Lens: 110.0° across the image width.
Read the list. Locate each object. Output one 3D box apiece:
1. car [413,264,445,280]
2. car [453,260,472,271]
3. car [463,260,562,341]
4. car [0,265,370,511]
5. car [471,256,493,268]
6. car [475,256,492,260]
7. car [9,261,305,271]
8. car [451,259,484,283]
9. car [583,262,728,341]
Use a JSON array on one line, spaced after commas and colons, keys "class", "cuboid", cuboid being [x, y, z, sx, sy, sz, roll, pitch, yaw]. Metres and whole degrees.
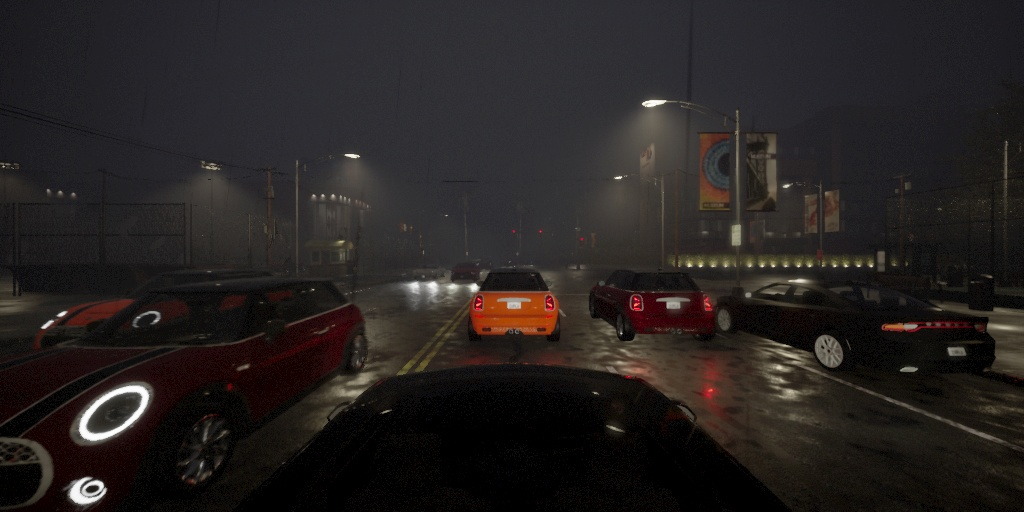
[{"class": "car", "cuboid": [-7.095, 1.351, 30.940, 1.895, 1.301, 4.718, 0, 0, 0]}, {"class": "car", "cuboid": [-6.881, 1.314, 50.504, 1.994, 1.385, 4.181, 0, 0, 2]}, {"class": "car", "cuboid": [0.063, 1.102, 9.985, 2.097, 1.767, 4.553, 0, 0, 0]}, {"class": "car", "cuboid": [-3.601, 1.102, 4.411, 2.097, 1.767, 4.553, 0, 0, 0]}, {"class": "car", "cuboid": [-5.265, 0.973, 64.240, 2.150, 2.045, 5.566, 0, 0, 15]}, {"class": "car", "cuboid": [-3.472, 1.102, 47.807, 2.097, 1.767, 4.553, 0, 0, 2]}, {"class": "car", "cuboid": [-7.100, 1.102, 8.065, 2.097, 1.767, 4.553, 0, 0, 0]}, {"class": "car", "cuboid": [-3.596, 1.227, 28.336, 1.882, 1.535, 5.008, 0, 0, 0]}, {"class": "car", "cuboid": [3.563, 1.102, 10.000, 2.097, 1.767, 4.553, 0, 0, 0]}]
